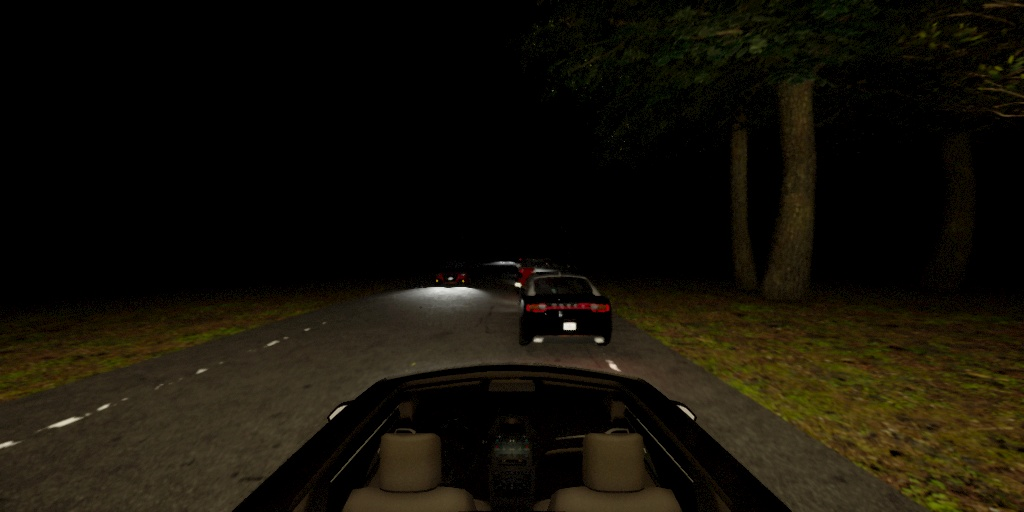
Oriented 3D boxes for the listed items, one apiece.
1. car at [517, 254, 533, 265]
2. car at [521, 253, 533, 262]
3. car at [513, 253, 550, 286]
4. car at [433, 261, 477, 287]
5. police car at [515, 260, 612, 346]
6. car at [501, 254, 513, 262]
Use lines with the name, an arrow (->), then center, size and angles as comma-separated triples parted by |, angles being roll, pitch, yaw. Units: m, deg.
car -> 1.905, 0.497, 51.573 | 2.033, 1.411, 5.357 | 0, 1, 4
car -> 2.758, 0.229, 63.728 | 1.882, 1.535, 5.008 | 0, 1, 5
car -> 1.291, 0.829, 19.040 | 2.097, 1.767, 4.553 | 0, 1, 1
car -> -3.266, 1.001, 21.273 | 1.994, 1.385, 4.181 | 0, 1, 2
police car -> 1.102, 1.060, 9.221 | 1.930, 1.638, 5.238 | 0, 1, 1
car -> -0.822, 0.358, 62.917 | 1.895, 1.301, 4.718 | 0, 1, 5
